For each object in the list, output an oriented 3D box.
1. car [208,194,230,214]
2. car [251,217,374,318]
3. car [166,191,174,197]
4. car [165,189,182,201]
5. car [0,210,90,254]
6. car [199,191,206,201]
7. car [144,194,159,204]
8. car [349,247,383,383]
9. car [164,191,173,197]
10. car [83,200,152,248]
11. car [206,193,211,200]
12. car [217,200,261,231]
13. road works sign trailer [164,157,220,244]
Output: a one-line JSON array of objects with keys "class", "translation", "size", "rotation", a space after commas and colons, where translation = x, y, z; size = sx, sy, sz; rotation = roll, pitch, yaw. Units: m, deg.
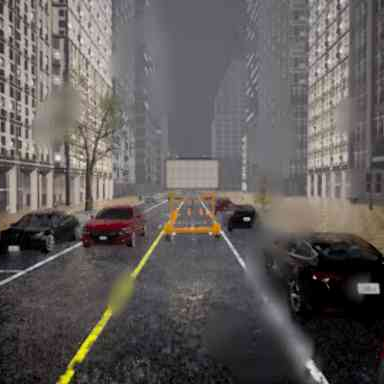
[{"class": "car", "translation": [2.707, 1.178, 29.712], "size": [1.887, 1.381, 4.507], "rotation": [-1, 1, 0]}, {"class": "car", "translation": [2.689, 1.477, 7.143], "size": [1.947, 1.339, 4.313], "rotation": [-1, 1, 0]}, {"class": "car", "translation": [-5.627, 0.505, 86.122], "size": [1.802, 1.307, 4.206], "rotation": [-1, 1, 0]}, {"class": "car", "translation": [-2.952, 0.607, 58.085], "size": [2.150, 2.045, 5.566], "rotation": [0, 1, 0]}, {"class": "car", "translation": [-5.687, 1.408, 12.790], "size": [1.947, 1.339, 4.313], "rotation": [-1, 1, 0]}, {"class": "car", "translation": [2.730, 0.826, 57.924], "size": [1.887, 1.381, 4.507], "rotation": [-1, 1, 0]}, {"class": "car", "translation": [-5.659, 0.973, 46.635], "size": [2.008, 1.369, 4.403], "rotation": [-1, 1, 0]}, {"class": "car", "translation": [2.683, 1.420, 1.499], "size": [1.967, 1.590, 4.097], "rotation": [-1, 1, 0]}, {"class": "car", "translation": [-5.632, 0.523, 80.311], "size": [1.752, 1.417, 4.829], "rotation": [-1, 1, 0]}, {"class": "car", "translation": [-3.087, 1.304, 14.072], "size": [1.882, 1.535, 5.008], "rotation": [0, 1, 0]}, {"class": "car", "translation": [2.712, 1.087, 35.524], "size": [1.752, 1.417, 4.829], "rotation": [-1, 1, 0]}, {"class": "car", "translation": [2.698, 1.339, 18.428], "size": [1.947, 1.339, 4.313], "rotation": [-1, 1, 0]}, {"class": "road works sign trailer", "translation": [0.014, 0.283, 14.681], "size": [2.380, 3.560, 2.880], "rotation": [0, 1, 0]}]
